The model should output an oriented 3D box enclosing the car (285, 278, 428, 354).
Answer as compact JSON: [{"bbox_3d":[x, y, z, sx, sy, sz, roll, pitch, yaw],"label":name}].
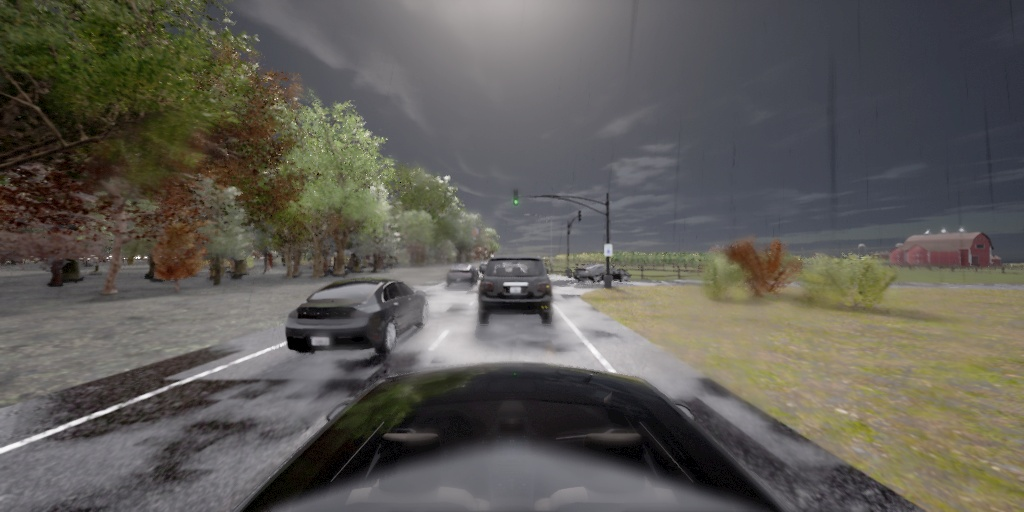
[{"bbox_3d":[-3.399,1.282,8.798,1.837,1.490,4.892,0,0,0],"label":"car"}]

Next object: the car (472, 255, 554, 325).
[{"bbox_3d":[0.111,1.009,12.112,2.150,2.045,5.566,0,-1,0],"label":"car"}]

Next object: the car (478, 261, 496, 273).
[{"bbox_3d":[-3.398,1.414,49.166,2.128,1.511,4.902,0,0,0],"label":"car"}]

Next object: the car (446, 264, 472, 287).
[{"bbox_3d":[-3.398,1.330,25.338,2.128,1.511,4.902,0,0,0],"label":"car"}]

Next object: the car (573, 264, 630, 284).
[{"bbox_3d":[7.030,1.374,27.824,4.902,1.511,2.128,1,-2,-30],"label":"car"}]
